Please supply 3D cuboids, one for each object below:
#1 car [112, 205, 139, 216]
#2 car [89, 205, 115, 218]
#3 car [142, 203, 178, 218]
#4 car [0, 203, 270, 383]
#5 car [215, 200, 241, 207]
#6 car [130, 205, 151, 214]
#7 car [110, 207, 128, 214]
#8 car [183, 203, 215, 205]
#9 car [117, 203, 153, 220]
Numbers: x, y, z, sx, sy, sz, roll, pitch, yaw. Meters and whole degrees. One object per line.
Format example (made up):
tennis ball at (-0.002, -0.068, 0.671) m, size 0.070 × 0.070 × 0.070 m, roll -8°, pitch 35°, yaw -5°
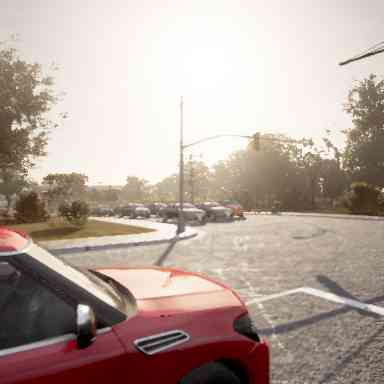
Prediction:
car at (-9.147, 2.521, 45.319) m, size 1.837 × 1.490 × 4.892 m, roll 0°, pitch -3°, yaw -33°
car at (-11.577, 2.466, 42.639) m, size 1.837 × 1.490 × 4.892 m, roll 0°, pitch -3°, yaw -33°
car at (-3.642, 2.019, 36.908) m, size 1.837 × 1.490 × 4.892 m, roll 0°, pitch -3°, yaw -33°
car at (-1.923, 1.221, 2.334) m, size 5.566 × 2.045 × 2.150 m, roll 0°, pitch 0°, yaw -35°
car at (1.572, 1.676, 28.929) m, size 2.128 × 1.511 × 4.902 m, roll 0°, pitch -2°, yaw -34°
car at (-9.074, 3.113, 58.319) m, size 1.812 × 1.442 × 4.674 m, roll 0°, pitch -3°, yaw -33°
car at (-14.601, 3.697, 66.568) m, size 1.895 × 1.301 × 4.718 m, roll 0°, pitch -3°, yaw -33°
car at (-0.749, 1.644, 26.110) m, size 2.128 × 1.511 × 4.902 m, roll 0°, pitch -1°, yaw -33°
car at (-5.883, 1.958, 33.936) m, size 1.837 × 1.490 × 4.892 m, roll 0°, pitch -3°, yaw -33°
